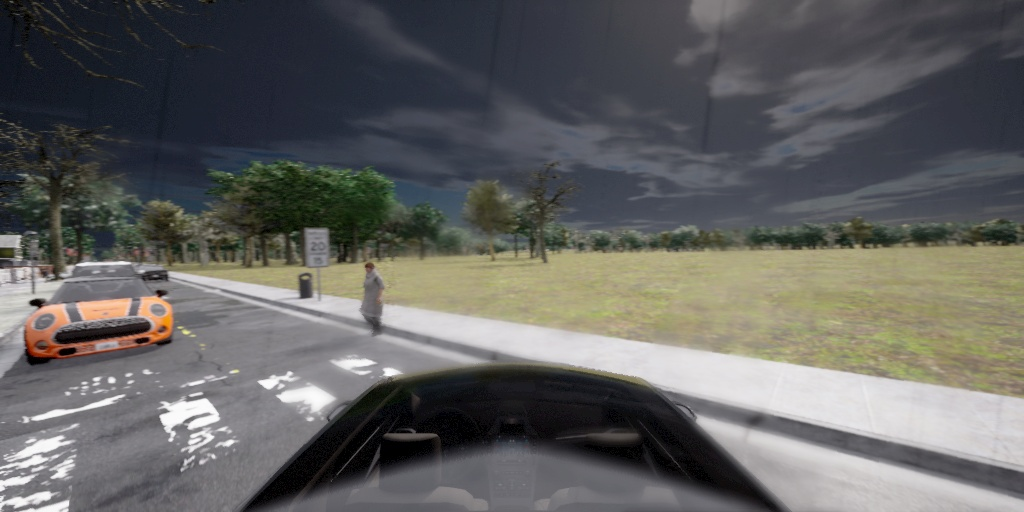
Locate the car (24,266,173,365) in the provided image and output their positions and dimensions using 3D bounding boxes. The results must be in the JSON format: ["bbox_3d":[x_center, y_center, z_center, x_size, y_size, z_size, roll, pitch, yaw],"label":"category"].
[{"bbox_3d":[-10.008,1.279,8.836,4.553,1.767,2.097,-1,1,42],"label":"car"}]

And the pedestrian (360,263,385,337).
[{"bbox_3d":[-3.413,1.022,8.828,0.375,1.860,0.375,-2,0,41],"label":"pedestrian"}]

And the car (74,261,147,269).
[{"bbox_3d":[-18.246,1.265,16.094,5.566,2.045,2.150,-1,1,42],"label":"car"}]
